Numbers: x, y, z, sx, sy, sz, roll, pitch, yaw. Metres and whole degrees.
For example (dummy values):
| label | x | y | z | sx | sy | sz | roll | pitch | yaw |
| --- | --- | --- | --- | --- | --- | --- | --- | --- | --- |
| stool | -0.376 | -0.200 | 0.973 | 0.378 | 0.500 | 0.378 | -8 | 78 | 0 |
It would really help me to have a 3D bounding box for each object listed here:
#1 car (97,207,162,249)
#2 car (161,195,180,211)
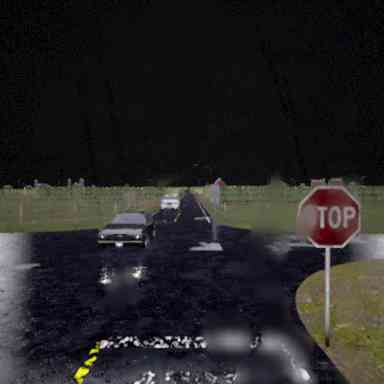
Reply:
| label | x | y | z | sx | sy | sz | roll | pitch | yaw |
| --- | --- | --- | --- | --- | --- | --- | --- | --- | --- |
| car | -2.743 | 1.602 | 15.228 | 2.033 | 1.411 | 5.357 | 0 | 0 | 0 |
| car | -2.737 | 1.370 | 42.888 | 2.150 | 2.045 | 5.566 | 0 | 0 | 0 |
